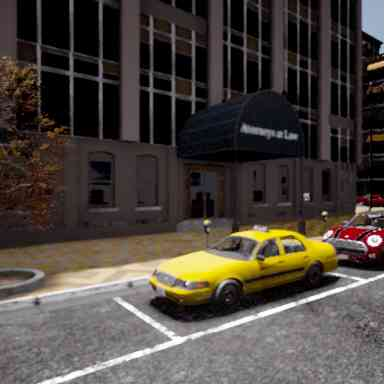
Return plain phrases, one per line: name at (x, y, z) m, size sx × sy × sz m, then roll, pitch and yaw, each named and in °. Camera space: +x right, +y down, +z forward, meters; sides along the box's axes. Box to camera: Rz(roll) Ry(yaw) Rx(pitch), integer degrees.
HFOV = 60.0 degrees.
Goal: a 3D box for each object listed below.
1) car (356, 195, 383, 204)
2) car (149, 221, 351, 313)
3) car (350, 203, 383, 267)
car at (19.200, 0.973, 34.458) m, size 1.887 × 1.381 × 4.507 m, roll 1°, pitch 0°, yaw -36°
car at (1.392, 1.482, 7.543) m, size 4.829 × 1.417 × 1.752 m, roll -1°, pitch 1°, yaw -35°
car at (6.056, 1.350, 10.869) m, size 4.097 × 1.590 × 1.967 m, roll -1°, pitch 1°, yaw -35°
